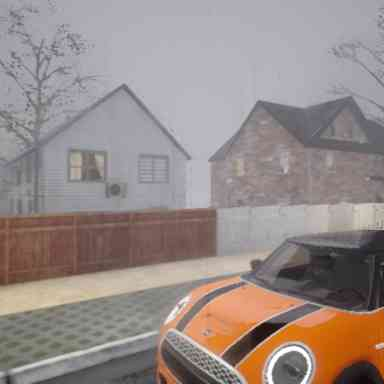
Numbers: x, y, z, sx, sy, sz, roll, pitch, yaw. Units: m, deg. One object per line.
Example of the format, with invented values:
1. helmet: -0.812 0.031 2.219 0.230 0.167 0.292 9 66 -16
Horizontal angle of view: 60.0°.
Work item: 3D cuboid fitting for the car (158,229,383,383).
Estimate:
1. car: 1.845 1.351 4.223 4.553 1.767 2.097 0 0 -34
